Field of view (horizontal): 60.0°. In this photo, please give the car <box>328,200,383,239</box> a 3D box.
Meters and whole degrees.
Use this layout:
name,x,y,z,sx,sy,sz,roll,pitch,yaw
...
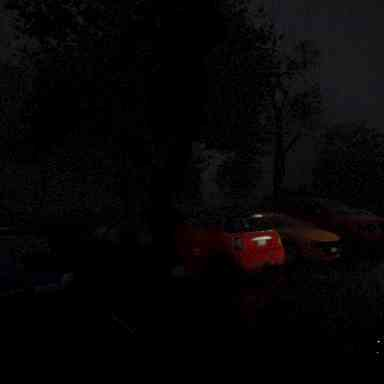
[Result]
name,x,y,z,sx,sy,sz,roll,pitch,yaw
car,9.627,1.349,16.970,2.185,1.767,4.553,0,0,-36

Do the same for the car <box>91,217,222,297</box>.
name,x,y,z,sx,sy,sz,roll,pitch,yaw
car,-1.687,1.481,8.851,2.097,1.535,5.008,0,0,-36

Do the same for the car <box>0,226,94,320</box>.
name,x,y,z,sx,sy,sz,roll,pitch,yaw
car,-3.958,1.520,7.240,2.002,1.452,4.674,0,0,-36

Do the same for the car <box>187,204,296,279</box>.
name,x,y,z,sx,sy,sz,roll,pitch,yaw
car,0.595,1.355,10.447,2.185,1.767,4.553,0,0,-35

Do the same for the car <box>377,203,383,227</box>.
name,x,y,z,sx,sy,sz,roll,pitch,yaw
car,14.196,1.498,20.155,2.163,1.488,4.792,0,0,-35

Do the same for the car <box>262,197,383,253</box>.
name,x,y,z,sx,sy,sz,roll,pitch,yaw
car,5.128,1.227,13.687,2.435,2.045,5.566,0,0,-36

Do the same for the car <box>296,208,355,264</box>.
name,x,y,z,sx,sy,sz,roll,pitch,yaw
car,2.841,1.479,12.094,2.097,1.535,5.008,0,0,-35

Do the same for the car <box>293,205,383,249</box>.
name,x,y,z,sx,sy,sz,roll,pitch,yaw
car,7.374,1.478,15.332,2.231,1.521,4.892,0,0,-36
